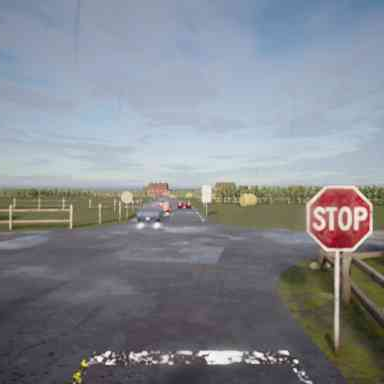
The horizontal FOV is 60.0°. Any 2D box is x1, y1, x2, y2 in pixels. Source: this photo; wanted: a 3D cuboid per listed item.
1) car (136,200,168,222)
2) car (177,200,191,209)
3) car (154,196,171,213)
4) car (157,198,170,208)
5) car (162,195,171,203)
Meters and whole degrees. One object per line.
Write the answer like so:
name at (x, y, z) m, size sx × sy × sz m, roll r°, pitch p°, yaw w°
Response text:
car at (-3.370, 1.644, 27.709) m, size 2.033 × 1.411 × 5.357 m, roll 0°, pitch 0°, yaw -1°
car at (-1.137, 1.764, 47.192) m, size 1.895 × 1.301 × 4.718 m, roll 0°, pitch 0°, yaw -3°
car at (-3.725, 1.488, 39.048) m, size 2.097 × 1.767 × 4.553 m, roll 0°, pitch 0°, yaw -2°
car at (-4.302, 1.686, 51.521) m, size 1.837 × 1.490 × 4.892 m, roll 0°, pitch 0°, yaw -3°
car at (-5.133, 1.373, 66.658) m, size 1.812 × 1.442 × 4.674 m, roll 0°, pitch 0°, yaw -4°
